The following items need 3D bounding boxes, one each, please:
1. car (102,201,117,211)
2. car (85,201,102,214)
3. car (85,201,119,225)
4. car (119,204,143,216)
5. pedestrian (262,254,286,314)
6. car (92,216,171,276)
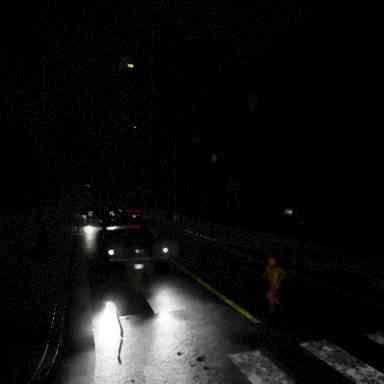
[{"bbox_3d":[-13.148,2.222,53.011,1.882,1.535,5.008,1,-2,-19],"label":"car"},{"bbox_3d":[-12.893,2.021,43.316,1.882,1.535,5.008,1,-1,-19],"label":"car"},{"bbox_3d":[-7.383,1.630,26.656,2.097,1.767,4.553,1,-1,-19],"label":"car"},{"bbox_3d":[-5.803,1.877,31.181,1.837,1.490,4.892,1,-1,-19],"label":"car"},{"bbox_3d":[1.585,1.728,6.289,0.500,1.100,0.500,0,0,-19],"label":"pedestrian"},{"bbox_3d":[-2.091,1.678,10.888,1.895,1.301,4.718,1,-1,-18],"label":"car"}]
